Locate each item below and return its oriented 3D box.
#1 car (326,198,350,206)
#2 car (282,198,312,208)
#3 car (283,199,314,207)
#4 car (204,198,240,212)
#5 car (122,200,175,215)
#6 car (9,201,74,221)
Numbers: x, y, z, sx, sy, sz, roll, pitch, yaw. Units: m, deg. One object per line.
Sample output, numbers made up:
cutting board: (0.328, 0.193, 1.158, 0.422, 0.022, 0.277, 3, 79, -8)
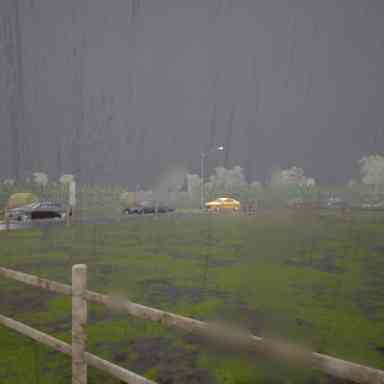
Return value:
car: (22.394, 1.586, 51.108, 4.674, 1.442, 1.812, 0, 0, -36)
car: (15.778, 1.639, 49.669, 4.718, 1.301, 1.895, 0, 0, -37)
car: (14.478, 1.649, 45.084, 4.718, 1.301, 1.895, 0, 0, -37)
car: (3.637, 1.496, 39.988, 5.008, 1.535, 1.882, 0, 0, -40)
car: (-4.188, 1.555, 33.120, 5.357, 1.411, 2.033, 0, 0, -43)
car: (-11.672, 1.487, 25.904, 2.128, 1.511, 4.902, 1, 0, 44)
